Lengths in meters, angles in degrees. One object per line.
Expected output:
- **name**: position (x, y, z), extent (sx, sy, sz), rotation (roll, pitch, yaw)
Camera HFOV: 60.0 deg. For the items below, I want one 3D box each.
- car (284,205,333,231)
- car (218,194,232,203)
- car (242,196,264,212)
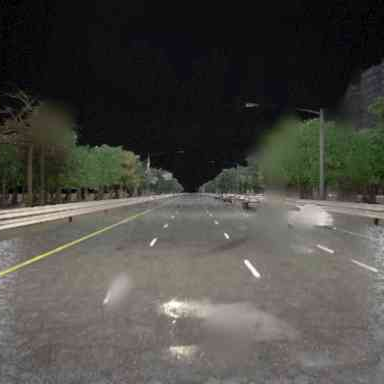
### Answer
- **car**: position (7.027, 1.533, 20.373), extent (1.812, 1.442, 4.674), rotation (0, 0, 0)
- **car**: position (7.168, 1.493, 69.457), extent (1.837, 1.490, 4.892), rotation (0, 0, 0)
- **car**: position (7.081, 1.490, 39.320), extent (2.128, 1.511, 4.902), rotation (0, 0, 0)
